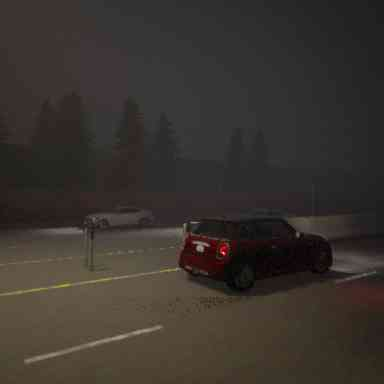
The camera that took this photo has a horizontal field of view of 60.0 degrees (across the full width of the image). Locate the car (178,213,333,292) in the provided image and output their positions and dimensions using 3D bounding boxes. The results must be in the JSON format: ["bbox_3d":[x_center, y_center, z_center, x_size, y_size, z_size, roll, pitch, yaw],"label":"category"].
[{"bbox_3d":[1.941,1.439,9.396,4.553,1.767,2.097,1,-1,-35],"label":"car"}]

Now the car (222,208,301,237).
[{"bbox_3d":[4.182,1.711,19.697,4.674,1.442,1.812,1,-1,-34],"label":"car"}]

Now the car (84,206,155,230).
[{"bbox_3d":[-4.709,1.652,22.057,4.674,1.442,1.812,1,-1,-35],"label":"car"}]
